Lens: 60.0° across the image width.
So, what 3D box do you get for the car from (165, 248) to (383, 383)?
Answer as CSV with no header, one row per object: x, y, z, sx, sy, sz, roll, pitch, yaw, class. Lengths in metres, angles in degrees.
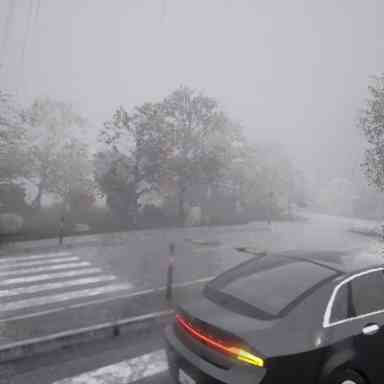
2.037,1.521,4.342,4.892,1.490,1.837,0,0,-31,car
